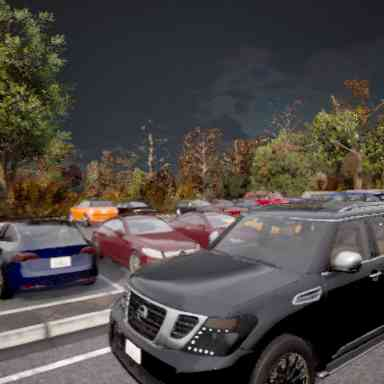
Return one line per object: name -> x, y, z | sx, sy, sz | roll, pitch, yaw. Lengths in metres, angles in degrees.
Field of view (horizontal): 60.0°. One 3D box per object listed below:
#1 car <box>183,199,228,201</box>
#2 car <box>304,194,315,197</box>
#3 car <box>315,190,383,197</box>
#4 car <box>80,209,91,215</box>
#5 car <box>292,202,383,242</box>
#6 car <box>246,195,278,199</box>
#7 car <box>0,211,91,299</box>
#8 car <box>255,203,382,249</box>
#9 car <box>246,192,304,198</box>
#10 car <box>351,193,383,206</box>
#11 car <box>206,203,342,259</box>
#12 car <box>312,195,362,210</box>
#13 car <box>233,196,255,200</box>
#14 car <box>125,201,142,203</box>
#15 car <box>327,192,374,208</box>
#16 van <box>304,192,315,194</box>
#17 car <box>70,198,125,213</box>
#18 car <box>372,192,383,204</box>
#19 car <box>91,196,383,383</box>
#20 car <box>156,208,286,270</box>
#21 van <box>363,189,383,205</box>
car -> 0.409, 1.324, 26.752 | 2.231, 1.521, 4.892 | 0, 0, -35
car -> 9.562, 1.274, 33.173 | 2.097, 1.535, 5.008 | 0, 0, -35
car -> 10.009, 1.062, 18.085 | 2.435, 2.045, 5.566 | 0, 0, -35
car -> -1.563, 1.412, 9.982 | 2.002, 1.452, 4.674 | 0, 0, -35
car -> 7.680, 1.325, 16.487 | 2.097, 1.535, 5.008 | 0, 0, -35
car -> 4.947, 1.330, 29.898 | 2.163, 1.488, 4.792 | 0, 0, -35
car -> -3.890, 1.413, 8.377 | 2.163, 1.488, 4.792 | 0, 0, -35
car -> 5.375, 1.337, 14.853 | 2.097, 1.535, 5.008 | 0, 0, -35
car -> 7.255, 1.038, 31.523 | 2.435, 2.045, 5.566 | 0, 0, -35
car -> 23.523, 0.937, 43.001 | 2.231, 1.521, 4.892 | -2, 1, -35
car -> 2.954, 1.345, 13.382 | 1.946, 1.575, 5.366 | 0, 0, -35
car -> 16.582, 1.149, 38.152 | 2.163, 1.488, 4.792 | -2, 1, -35
car -> 2.637, 1.342, 28.274 | 2.163, 1.488, 4.792 | 0, 0, -35
car -> -4.306, 1.347, 23.422 | 2.097, 1.535, 5.008 | 0, 0, -35
car -> 18.822, 0.936, 39.650 | 2.185, 1.767, 4.553 | -2, 1, -35
van -> 14.352, 0.956, 36.401 | 1.878, 1.987, 4.442 | -2, 1, -35
car -> -6.500, 1.232, 21.847 | 2.185, 1.767, 4.553 | 0, 0, -35
car -> 28.040, 0.816, 46.176 | 2.097, 1.535, 5.008 | -2, 1, -35
car -> 1.670, 1.190, 4.870 | 5.566, 2.045, 2.150 | -1, 0, -35
car -> 0.748, 1.400, 11.607 | 2.002, 1.452, 4.674 | 0, 0, -35
van -> 25.767, 0.648, 44.712 | 1.878, 1.987, 4.442 | -1, 1, -35
